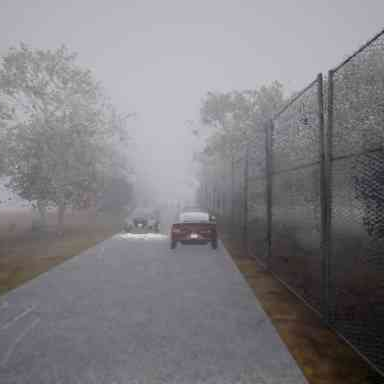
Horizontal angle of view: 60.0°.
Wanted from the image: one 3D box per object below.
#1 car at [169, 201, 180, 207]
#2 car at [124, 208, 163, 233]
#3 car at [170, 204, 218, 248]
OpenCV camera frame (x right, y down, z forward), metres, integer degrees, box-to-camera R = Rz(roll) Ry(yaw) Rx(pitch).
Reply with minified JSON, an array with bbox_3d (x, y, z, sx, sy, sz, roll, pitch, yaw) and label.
[{"bbox_3d":[-3.070,2.446,61.211,2.128,1.511,4.902,0,-2,0],"label":"car"},{"bbox_3d":[-2.887,1.673,20.563,1.994,1.385,4.181,0,-1,0],"label":"car"},{"bbox_3d":[0.078,1.537,15.084,1.882,1.535,5.008,0,0,0],"label":"car"}]
